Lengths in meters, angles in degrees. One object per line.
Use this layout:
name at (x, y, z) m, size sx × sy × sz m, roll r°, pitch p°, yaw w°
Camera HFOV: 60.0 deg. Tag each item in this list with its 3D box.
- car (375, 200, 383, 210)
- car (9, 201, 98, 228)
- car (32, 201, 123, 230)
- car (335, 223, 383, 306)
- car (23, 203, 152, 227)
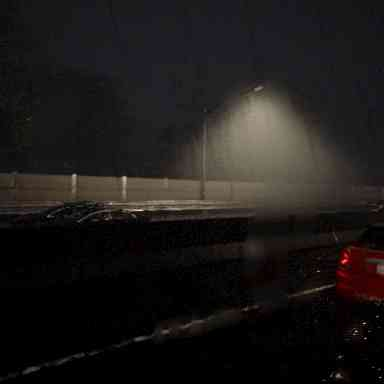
car at (26.383, 1.738, 44.495) m, size 4.902 × 1.511 × 2.128 m, roll 1°, pitch 0°, yaw -36°
car at (-6.202, 1.369, 16.341) m, size 4.892 × 1.490 × 1.837 m, roll 1°, pitch 0°, yaw -36°
car at (-6.839, 1.349, 20.213) m, size 4.892 × 1.490 × 1.837 m, roll 1°, pitch 0°, yaw -36°
car at (5.062, 1.393, 6.990) m, size 4.553 × 1.767 × 2.097 m, roll 1°, pitch 0°, yaw -36°
car at (-3.923, 1.394, 13.672) m, size 4.902 × 1.511 × 2.128 m, roll 1°, pitch 0°, yaw -36°
